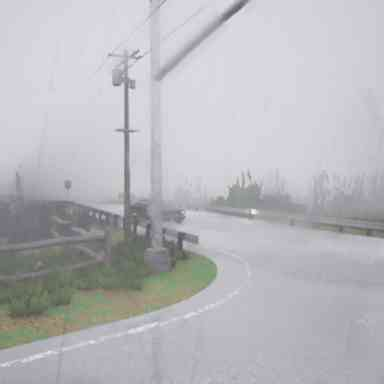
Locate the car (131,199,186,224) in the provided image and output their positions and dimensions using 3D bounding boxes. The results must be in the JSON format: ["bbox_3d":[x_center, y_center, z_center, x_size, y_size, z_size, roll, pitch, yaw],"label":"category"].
[{"bbox_3d":[-2.264,1.148,20.427,1.895,1.301,4.718,-1,3,-32],"label":"car"}]
